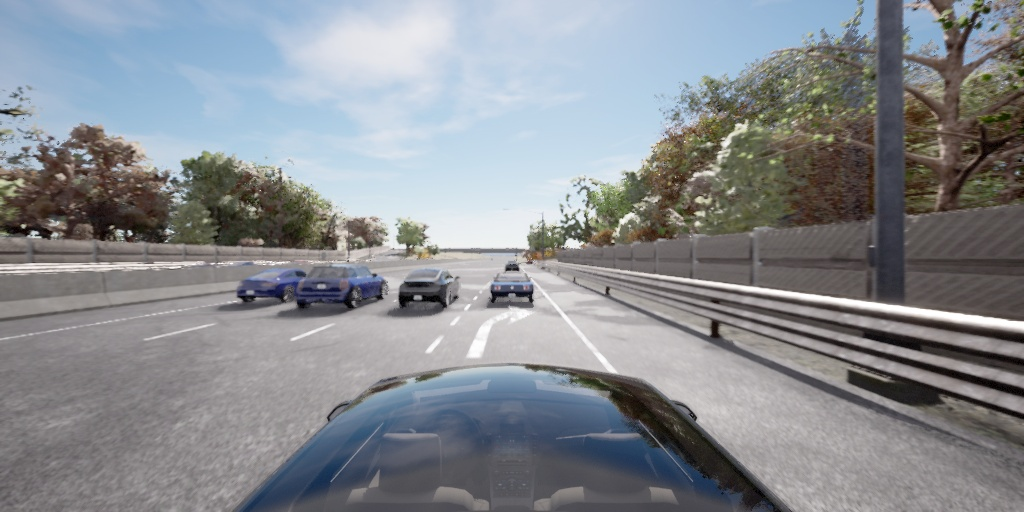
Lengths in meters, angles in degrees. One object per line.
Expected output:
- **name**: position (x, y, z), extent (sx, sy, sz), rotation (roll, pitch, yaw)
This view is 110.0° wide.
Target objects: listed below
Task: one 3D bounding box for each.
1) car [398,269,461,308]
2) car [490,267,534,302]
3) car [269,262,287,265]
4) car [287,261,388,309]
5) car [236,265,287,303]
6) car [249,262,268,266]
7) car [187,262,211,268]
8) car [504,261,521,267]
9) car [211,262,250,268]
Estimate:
- **car**: position (-3.394, 1.268, 15.358), extent (1.837, 1.490, 4.892), rotation (0, 0, 0)
- **car**: position (0.004, 1.369, 17.178), extent (1.895, 1.301, 4.718), rotation (0, 0, 0)
- **car**: position (-21.072, 1.270, 35.239), extent (1.882, 1.535, 5.008), rotation (0, 0, 0)
- **car**: position (-6.897, 1.113, 15.103), extent (2.097, 1.767, 4.553), rotation (0, 0, 0)
- **car**: position (-10.396, 1.286, 16.552), extent (1.812, 1.442, 4.674), rotation (0, 0, 0)
- **car**: position (-24.556, 1.360, 37.313), extent (1.994, 1.385, 4.181), rotation (0, 0, 0)
- **car**: position (-31.553, 1.353, 36.989), extent (1.994, 1.385, 4.181), rotation (0, 0, 0)
- **car**: position (0.009, 1.345, 45.790), extent (1.837, 1.490, 4.892), rotation (0, 0, 0)
- **car**: position (-28.055, 1.318, 37.165), extent (1.812, 1.442, 4.674), rotation (0, 0, 0)
